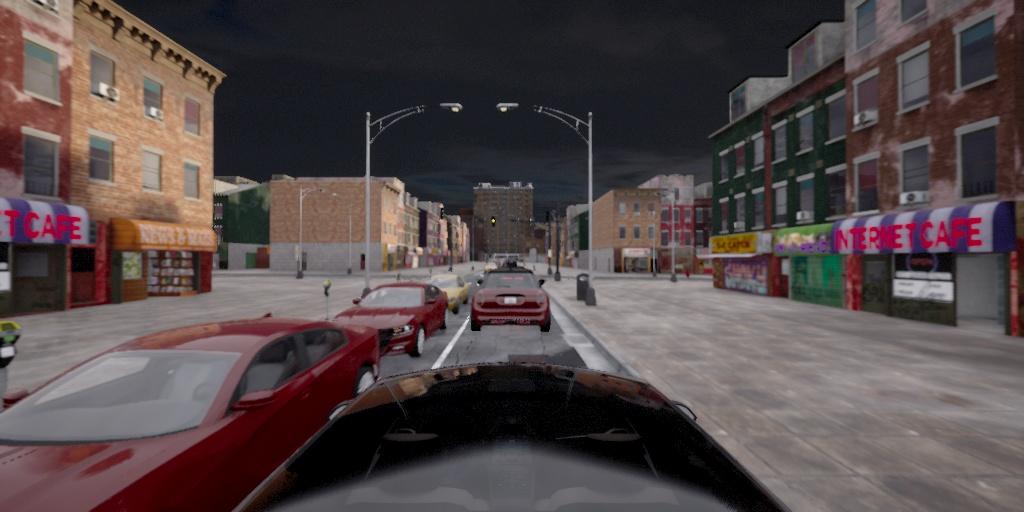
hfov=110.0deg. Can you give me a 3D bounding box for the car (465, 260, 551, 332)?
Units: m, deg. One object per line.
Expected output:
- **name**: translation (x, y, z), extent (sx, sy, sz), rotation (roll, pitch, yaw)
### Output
- **car**: translation (-0.026, 1.127, 11.074), extent (2.097, 1.767, 4.553), rotation (0, 0, 0)

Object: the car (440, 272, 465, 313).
- **car**: translation (-2.641, 1.308, 13.931), extent (1.751, 1.417, 4.829), rotation (0, 0, 0)

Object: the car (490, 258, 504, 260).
- **car**: translation (-2.656, 1.243, 51.501), extent (2.192, 1.841, 5.009), rotation (0, 0, 0)

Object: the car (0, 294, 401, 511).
- **car**: translation (-2.636, 1.298, 3.113), extent (1.888, 1.381, 4.507), rotation (0, 0, 0)

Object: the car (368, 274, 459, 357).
- **car**: translation (-2.639, 1.312, 8.608), extent (1.888, 1.381, 4.507), rotation (0, 0, 0)
